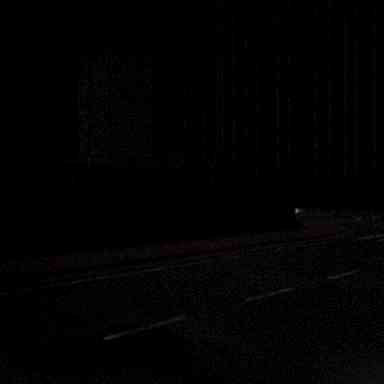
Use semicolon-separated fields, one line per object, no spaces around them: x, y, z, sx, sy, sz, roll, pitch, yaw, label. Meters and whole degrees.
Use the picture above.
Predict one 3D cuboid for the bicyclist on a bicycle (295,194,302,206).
14.592;1.093;45.803;1.656;1.620;0.582;-1;0;-36;bicyclist on a bicycle
